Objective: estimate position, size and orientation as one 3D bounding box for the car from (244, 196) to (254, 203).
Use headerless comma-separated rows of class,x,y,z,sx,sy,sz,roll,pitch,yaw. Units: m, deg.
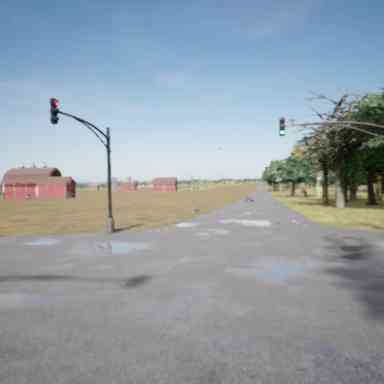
car,12.442,1.553,72.411,2.128,1.511,4.902,-1,0,12
